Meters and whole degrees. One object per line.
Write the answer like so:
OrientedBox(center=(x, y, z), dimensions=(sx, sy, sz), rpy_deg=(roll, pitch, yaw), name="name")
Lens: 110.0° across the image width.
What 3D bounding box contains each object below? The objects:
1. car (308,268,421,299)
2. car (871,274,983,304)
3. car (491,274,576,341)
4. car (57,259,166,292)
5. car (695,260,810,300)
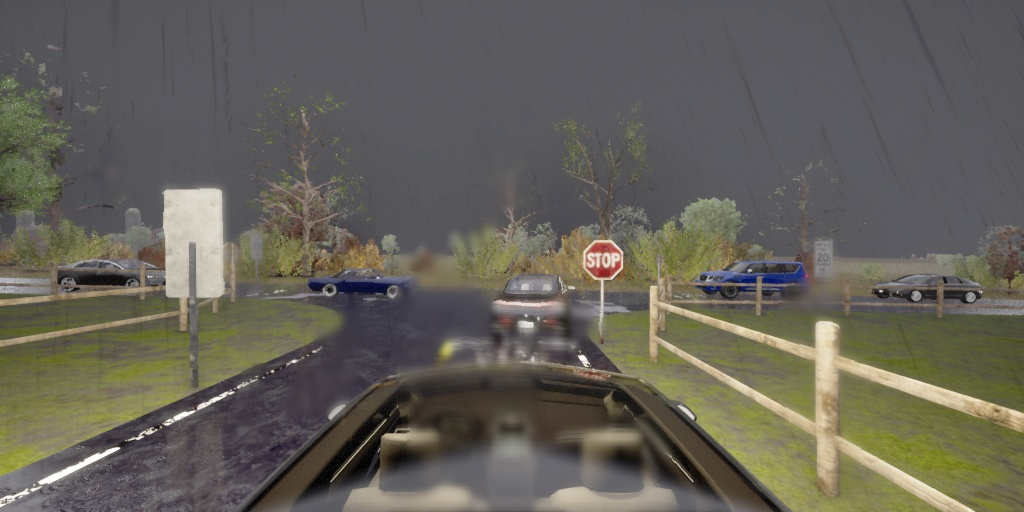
OrientedBox(center=(-6.818, 1.249, 16.947), dimensions=(4.718, 1.301, 1.895), rpy_deg=(1, 1, 0), name="car")
OrientedBox(center=(22.871, 1.750, 19.855), dimensions=(4.892, 1.490, 1.837), rpy_deg=(1, 1, 0), name="car")
OrientedBox(center=(0.709, 1.240, 9.914), dimensions=(2.128, 1.511, 4.902), rpy_deg=(0, 0, 9), name="car")
OrientedBox(center=(-18.486, 0.886, 16.966), dimensions=(4.902, 1.511, 2.128), rpy_deg=(1, 1, 0), name="car")
OrientedBox(center=(13.252, 1.261, 19.865), dimensions=(5.566, 2.045, 2.150), rpy_deg=(1, 1, 0), name="car")
